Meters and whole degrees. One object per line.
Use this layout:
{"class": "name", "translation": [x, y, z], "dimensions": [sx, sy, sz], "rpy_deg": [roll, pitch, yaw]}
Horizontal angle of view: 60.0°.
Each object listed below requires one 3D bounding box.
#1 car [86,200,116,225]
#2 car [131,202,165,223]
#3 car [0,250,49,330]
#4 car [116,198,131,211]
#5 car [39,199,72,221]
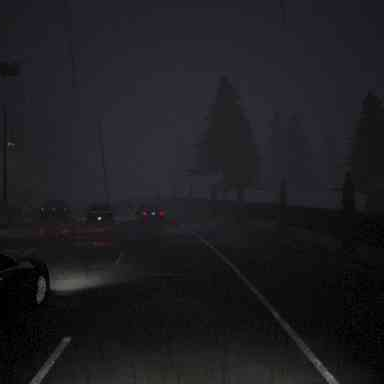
{"class": "car", "translation": [-6.717, 1.502, 24.536], "dimensions": [1.837, 1.490, 4.892], "rpy_deg": [0, 0, -13]}
{"class": "car", "translation": [-3.261, 1.535, 25.347], "dimensions": [2.033, 1.411, 5.357], "rpy_deg": [0, 0, -14]}
{"class": "car", "translation": [-3.713, 1.510, 4.827], "dimensions": [1.837, 1.490, 4.892], "rpy_deg": [0, 0, -3]}
{"class": "car", "translation": [-8.729, 1.467, 41.528], "dimensions": [1.882, 1.535, 5.008], "rpy_deg": [0, 0, -22]}
{"class": "car", "translation": [-11.132, 1.358, 27.435], "dimensions": [2.097, 1.767, 4.553], "rpy_deg": [0, 0, -16]}
